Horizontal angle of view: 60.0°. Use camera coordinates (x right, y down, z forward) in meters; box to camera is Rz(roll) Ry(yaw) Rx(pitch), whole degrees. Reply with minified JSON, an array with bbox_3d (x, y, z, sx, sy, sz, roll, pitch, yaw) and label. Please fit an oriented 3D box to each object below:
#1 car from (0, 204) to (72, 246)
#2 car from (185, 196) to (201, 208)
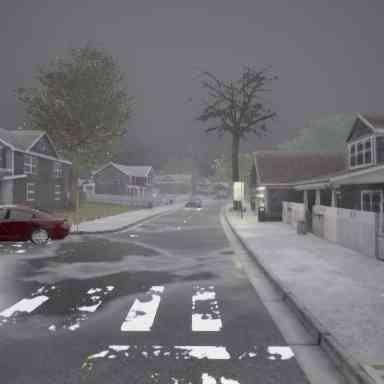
[{"bbox_3d":[-7.430,1.242,13.252,5.008,1.535,1.882,2,3,-14],"label":"car"},{"bbox_3d":[0.200,1.407,48.817,2.097,1.767,4.553,0,0,6],"label":"car"}]
